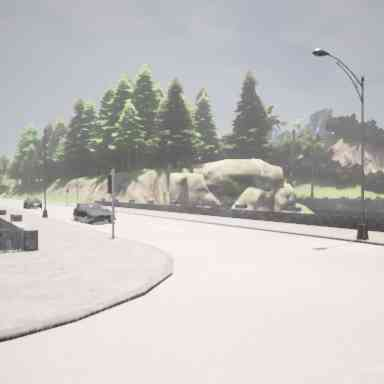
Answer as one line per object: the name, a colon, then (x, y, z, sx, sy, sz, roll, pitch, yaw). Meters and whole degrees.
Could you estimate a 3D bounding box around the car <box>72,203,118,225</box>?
car: (-7.378, 1.549, 24.732, 2.033, 1.411, 5.357, 0, 0, -35)

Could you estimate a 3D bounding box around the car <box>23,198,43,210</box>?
car: (-21.105, 1.494, 44.130, 2.128, 1.511, 4.902, 0, 0, -35)
